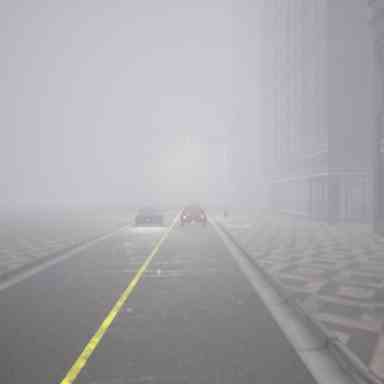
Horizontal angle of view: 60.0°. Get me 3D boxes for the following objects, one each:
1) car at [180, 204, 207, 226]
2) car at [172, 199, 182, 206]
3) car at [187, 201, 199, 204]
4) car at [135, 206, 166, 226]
[{"bbox_3d":[0.115,1.827,25.625,1.895,1.301,4.718,0,-1,0],"label":"car"},{"bbox_3d":[-2.961,2.092,67.679,1.812,1.442,4.674,0,0,0],"label":"car"},{"bbox_3d":[0.127,1.858,41.785,2.128,1.511,4.902,0,-1,0],"label":"car"},{"bbox_3d":[-3.084,1.788,25.253,1.994,1.385,4.181,0,0,0],"label":"car"}]
